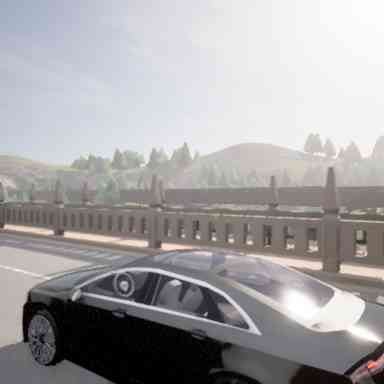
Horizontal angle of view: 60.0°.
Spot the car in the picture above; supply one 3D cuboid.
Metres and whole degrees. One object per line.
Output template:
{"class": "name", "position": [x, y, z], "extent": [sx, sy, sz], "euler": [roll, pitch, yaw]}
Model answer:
{"class": "car", "position": [-0.213, 1.493, 4.147], "extent": [4.902, 1.511, 2.128], "euler": [0, 0, 36]}
